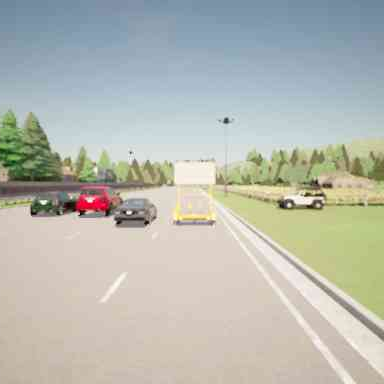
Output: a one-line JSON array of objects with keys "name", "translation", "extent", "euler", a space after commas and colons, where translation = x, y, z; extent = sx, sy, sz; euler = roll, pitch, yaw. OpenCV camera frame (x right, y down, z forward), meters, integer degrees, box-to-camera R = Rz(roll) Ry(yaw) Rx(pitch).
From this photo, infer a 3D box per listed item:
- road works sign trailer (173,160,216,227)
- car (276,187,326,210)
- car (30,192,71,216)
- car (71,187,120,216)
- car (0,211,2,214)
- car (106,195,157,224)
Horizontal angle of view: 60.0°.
[{"name": "road works sign trailer", "translation": [0.157, 0.008, 18.763], "extent": [2.380, 3.560, 2.880], "euler": [0, 1, 0]}, {"name": "car", "translation": [9.152, 0.546, 27.708], "extent": [3.866, 1.878, 1.905], "euler": [0, 1, 0]}, {"name": "car", "translation": [-10.194, 0.740, 24.988], "extent": [2.097, 1.767, 4.553], "euler": [0, 1, 0]}, {"name": "car", "translation": [-6.695, 0.621, 24.607], "extent": [2.150, 2.045, 5.566], "euler": [0, 1, 0]}, {"name": "car", "translation": [-13.737, 1.057, 19.869], "extent": [2.033, 1.411, 5.357], "euler": [0, 1, 0]}, {"name": "car", "translation": [-3.236, 1.065, 19.782], "extent": [2.033, 1.411, 5.357], "euler": [0, 1, 0]}]
